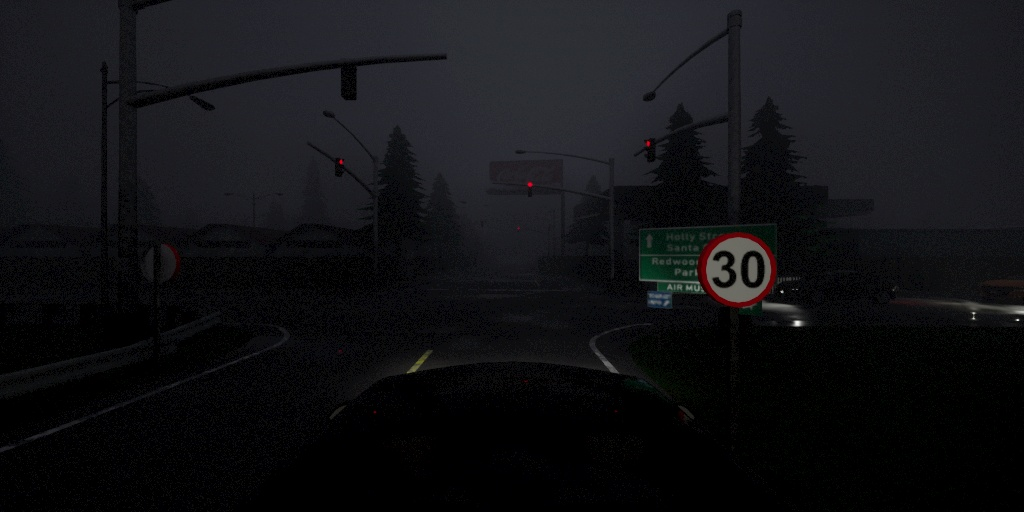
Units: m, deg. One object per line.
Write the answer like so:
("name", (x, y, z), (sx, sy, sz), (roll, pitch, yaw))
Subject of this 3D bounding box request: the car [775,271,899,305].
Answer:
("car", (15.195, 1.446, 16.931), (4.892, 1.490, 1.837), (0, 0, 1))

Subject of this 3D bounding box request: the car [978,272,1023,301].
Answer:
("car", (25.131, 1.419, 16.803), (5.008, 1.535, 1.882), (0, 0, 1))
